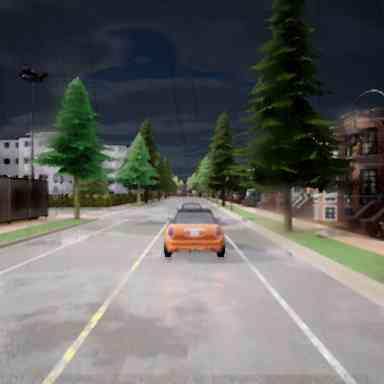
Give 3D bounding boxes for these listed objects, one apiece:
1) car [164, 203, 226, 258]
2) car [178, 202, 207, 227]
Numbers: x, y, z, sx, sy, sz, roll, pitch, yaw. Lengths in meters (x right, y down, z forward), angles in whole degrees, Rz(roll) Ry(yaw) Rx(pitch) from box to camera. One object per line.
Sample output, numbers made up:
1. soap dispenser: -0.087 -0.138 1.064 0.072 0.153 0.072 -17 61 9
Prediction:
1. car: 0.085 1.384 13.010 2.097 1.767 4.553 0 0 0
2. car: -0.077 1.564 24.551 1.837 1.490 4.892 0 0 -3
